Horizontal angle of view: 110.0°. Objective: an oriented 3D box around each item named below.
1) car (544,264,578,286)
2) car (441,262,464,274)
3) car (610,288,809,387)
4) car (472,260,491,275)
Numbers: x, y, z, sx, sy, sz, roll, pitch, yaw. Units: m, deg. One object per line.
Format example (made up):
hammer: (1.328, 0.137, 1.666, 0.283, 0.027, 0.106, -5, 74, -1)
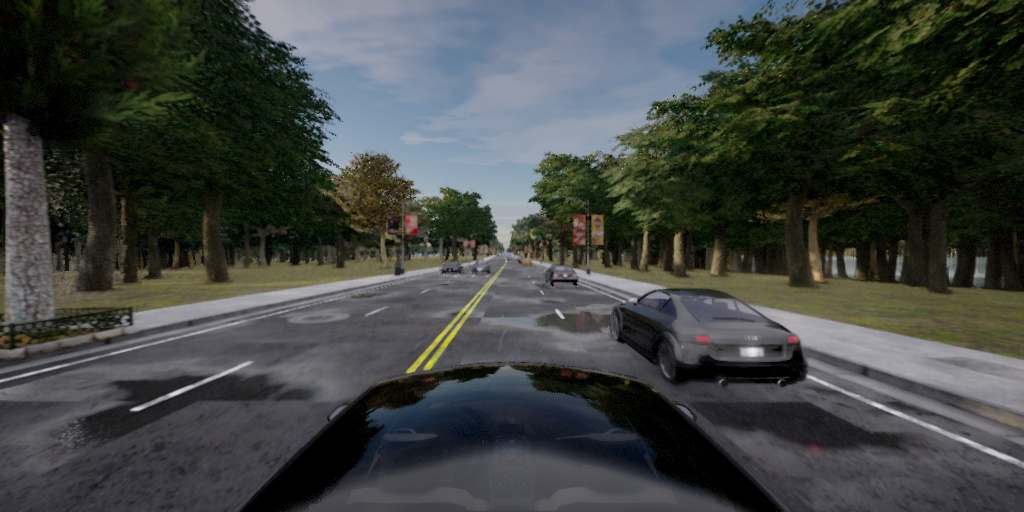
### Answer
car: (3.355, 1.281, 25.045, 2.033, 1.411, 5.357, 0, 0, 0)
car: (-6.580, 1.307, 39.964, 1.994, 1.385, 4.181, 0, 0, 0)
car: (3.351, 1.305, 7.006, 1.994, 1.385, 4.181, 0, 0, 0)
car: (-3.331, 1.236, 39.768, 2.128, 1.511, 4.902, 0, 0, 0)
